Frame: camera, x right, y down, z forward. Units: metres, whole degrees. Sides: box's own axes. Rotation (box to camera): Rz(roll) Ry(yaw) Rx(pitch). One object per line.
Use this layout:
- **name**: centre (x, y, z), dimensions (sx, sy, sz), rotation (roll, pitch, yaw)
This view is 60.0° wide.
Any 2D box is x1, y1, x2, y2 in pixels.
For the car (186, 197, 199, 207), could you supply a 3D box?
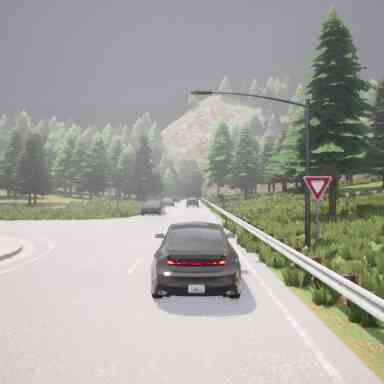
- **car**: centre (0.088, 1.524, 52.506), dimensions (1.812, 1.442, 4.674), rotation (0, 0, 0)

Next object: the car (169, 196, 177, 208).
- **car**: centre (-3.600, 1.524, 49.457), dimensions (1.812, 1.442, 4.674), rotation (0, 0, 0)

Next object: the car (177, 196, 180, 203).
- **car**: centre (-3.518, 1.570, 69.427), dimensions (1.994, 1.385, 4.181), rotation (0, 0, 0)

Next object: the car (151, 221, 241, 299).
- **car**: centre (0.084, 1.505, 8.440), dimensions (1.837, 1.490, 4.892), rotation (0, 0, 0)

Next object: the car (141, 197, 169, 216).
- **car**: centre (-3.705, 1.477, 32.398), dimensions (1.882, 1.535, 5.008), rotation (0, 0, 2)
